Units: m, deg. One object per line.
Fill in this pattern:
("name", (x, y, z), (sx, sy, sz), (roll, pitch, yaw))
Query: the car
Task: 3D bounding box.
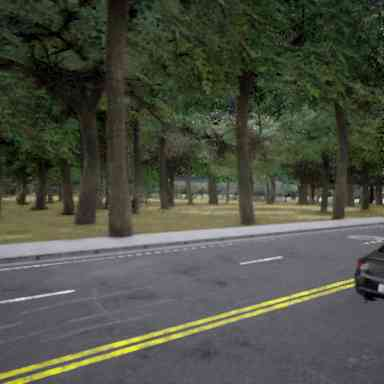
("car", (5.351, 1.584, 7.241), (4.674, 1.442, 1.812), (0, 0, -35))
